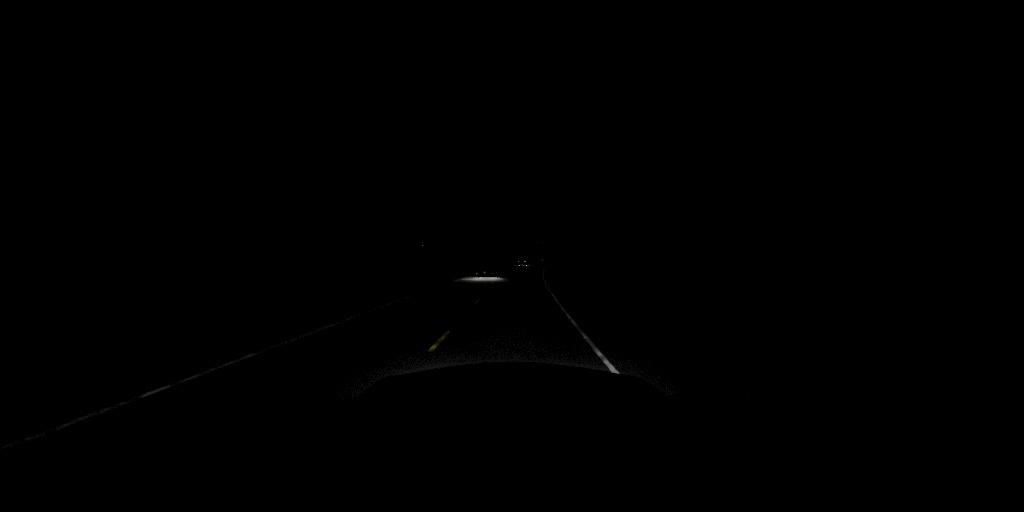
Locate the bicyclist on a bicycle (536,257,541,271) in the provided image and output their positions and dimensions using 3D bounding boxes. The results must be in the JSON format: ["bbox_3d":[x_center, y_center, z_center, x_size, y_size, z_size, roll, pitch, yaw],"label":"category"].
[{"bbox_3d":[3.650,1.089,49.825,0.659,1.776,1.843,0,0,6],"label":"bicyclist on a bicycle"}]

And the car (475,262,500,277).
[{"bbox_3d":[-2.320,1.287,34.452,1.994,1.385,4.181,0,0,4],"label":"car"}]

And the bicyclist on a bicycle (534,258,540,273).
[{"bbox_3d":[2.751,1.184,40.830,0.582,1.620,1.656,0,0,5],"label":"bicyclist on a bicycle"}]
